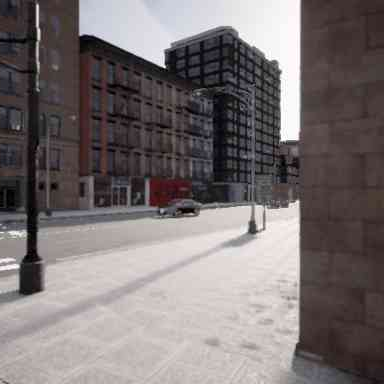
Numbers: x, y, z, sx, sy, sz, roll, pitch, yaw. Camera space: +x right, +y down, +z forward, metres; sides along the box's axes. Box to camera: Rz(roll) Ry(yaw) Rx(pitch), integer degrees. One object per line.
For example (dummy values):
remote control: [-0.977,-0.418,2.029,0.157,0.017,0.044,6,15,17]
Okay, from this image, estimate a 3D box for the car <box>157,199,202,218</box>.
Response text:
car: [-1.049,1.396,29.464,2.128,1.511,4.902,0,0,36]

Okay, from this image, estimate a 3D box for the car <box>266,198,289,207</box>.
car: [12.194,1.475,47.614,1.895,1.301,4.718,0,0,36]
